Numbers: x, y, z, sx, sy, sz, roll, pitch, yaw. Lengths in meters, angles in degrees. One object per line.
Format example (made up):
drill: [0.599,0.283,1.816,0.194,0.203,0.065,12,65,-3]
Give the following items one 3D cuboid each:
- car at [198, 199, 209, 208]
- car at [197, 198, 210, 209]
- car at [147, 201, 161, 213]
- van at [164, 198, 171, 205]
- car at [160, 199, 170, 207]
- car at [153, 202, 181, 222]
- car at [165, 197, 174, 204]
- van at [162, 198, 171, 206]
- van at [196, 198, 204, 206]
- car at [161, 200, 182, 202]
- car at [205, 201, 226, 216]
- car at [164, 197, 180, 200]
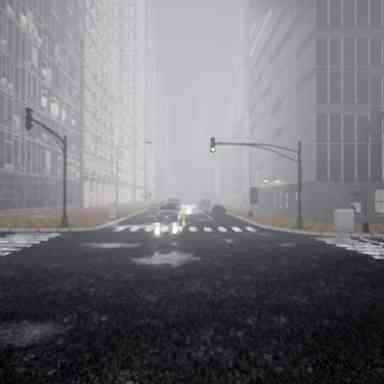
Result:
car: [2.223,2.312,67.178,1.967,1.590,4.097,0,-1,-2]
car: [2.370,2.122,61.653,2.192,1.841,5.009,0,-1,-2]
car: [-5.070,2.154,44.866,1.802,1.307,4.206,0,-1,-2]
van: [-6.094,2.372,83.546,1.690,1.788,3.998,0,-1,-2]
car: [-5.801,2.341,72.495,1.967,1.590,4.097,0,-1,-2]
car: [-2.232,1.934,30.801,1.812,1.442,4.674,0,-1,-1]
car: [-6.386,2.475,94.597,2.192,1.841,5.009,0,-1,-2]
van: [-5.947,2.307,78.021,1.690,1.788,3.998,0,-1,-2]
van: [1.930,2.343,78.229,1.690,1.788,3.998,0,-1,-2]
car: [-2.503,2.041,41.159,1.837,1.490,4.892,0,-1,-2]
car: [3.003,2.105,39.552,1.947,1.339,4.313,0,-1,-2]
car: [-2.773,1.887,51.688,2.150,2.045,5.566,0,-1,-1]
